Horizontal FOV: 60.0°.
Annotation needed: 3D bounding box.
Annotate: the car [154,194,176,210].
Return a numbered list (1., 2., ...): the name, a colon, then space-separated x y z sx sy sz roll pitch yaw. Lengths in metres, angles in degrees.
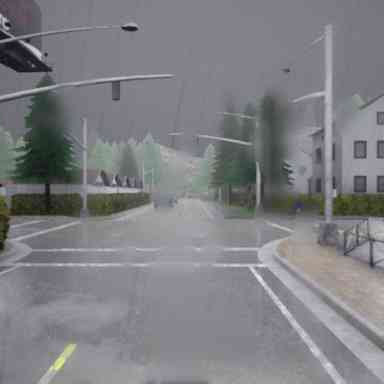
1. car: -3.575 1.219 42.725 2.150 2.045 5.566 0 0 0

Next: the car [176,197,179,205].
1. car: -3.469 1.440 59.476 1.812 1.442 4.674 0 0 0
